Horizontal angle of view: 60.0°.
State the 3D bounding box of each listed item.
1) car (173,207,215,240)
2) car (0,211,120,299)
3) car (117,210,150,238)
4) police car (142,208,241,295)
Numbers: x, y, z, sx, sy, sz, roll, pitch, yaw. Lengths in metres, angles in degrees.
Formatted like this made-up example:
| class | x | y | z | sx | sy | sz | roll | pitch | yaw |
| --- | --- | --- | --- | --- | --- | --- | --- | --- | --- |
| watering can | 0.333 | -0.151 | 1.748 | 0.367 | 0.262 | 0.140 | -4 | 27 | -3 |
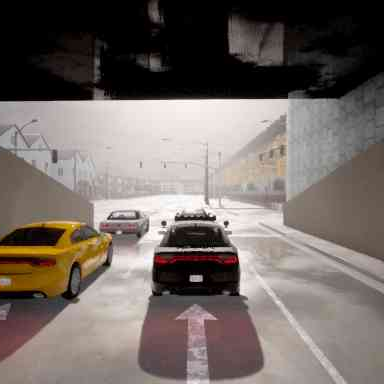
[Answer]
| class | x | y | z | sx | sy | sz | roll | pitch | yaw |
| --- | --- | --- | --- | --- | --- | --- | --- | --- | --- |
| car | 0.092 | 1.564 | 17.809 | 1.994 | 1.385 | 4.181 | 0 | 0 | 0 |
| car | -3.410 | 1.478 | 8.522 | 1.882 | 1.535 | 5.008 | 0 | 0 | 0 |
| car | -3.406 | 1.601 | 17.765 | 1.895 | 1.301 | 4.718 | 0 | 0 | 0 |
| police car | 0.086 | 1.425 | 8.847 | 1.930 | 1.638 | 5.238 | 0 | 0 | 0 |
